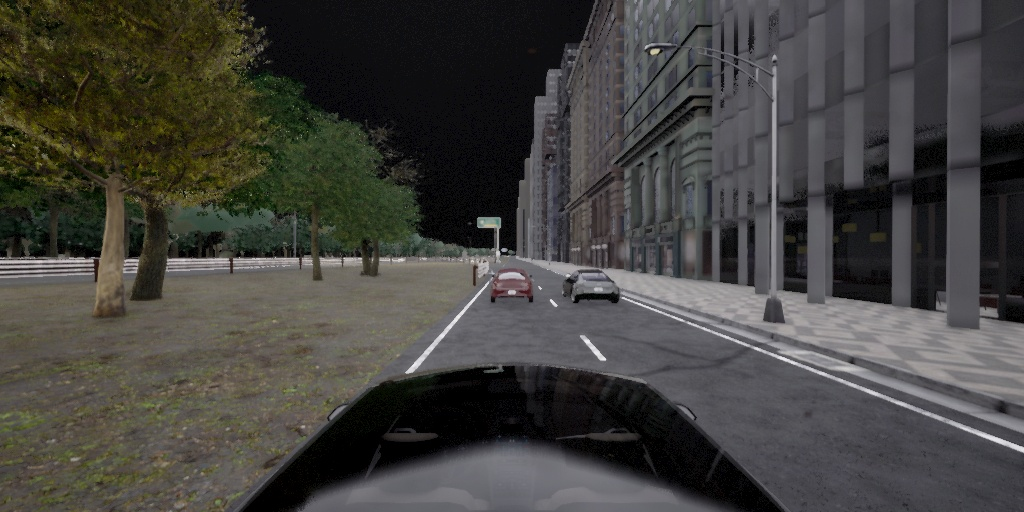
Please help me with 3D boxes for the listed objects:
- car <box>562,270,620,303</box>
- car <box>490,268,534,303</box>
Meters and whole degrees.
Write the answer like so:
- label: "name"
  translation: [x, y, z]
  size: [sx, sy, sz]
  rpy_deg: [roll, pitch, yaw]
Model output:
- label: "car"
  translation: [3.500, 1.319, 16.500]
  size: [1.994, 1.385, 4.181]
  rpy_deg: [0, 0, 0]
- label: "car"
  translation: [0.001, 1.280, 16.501]
  size: [1.812, 1.442, 4.674]
  rpy_deg: [0, 0, 0]
